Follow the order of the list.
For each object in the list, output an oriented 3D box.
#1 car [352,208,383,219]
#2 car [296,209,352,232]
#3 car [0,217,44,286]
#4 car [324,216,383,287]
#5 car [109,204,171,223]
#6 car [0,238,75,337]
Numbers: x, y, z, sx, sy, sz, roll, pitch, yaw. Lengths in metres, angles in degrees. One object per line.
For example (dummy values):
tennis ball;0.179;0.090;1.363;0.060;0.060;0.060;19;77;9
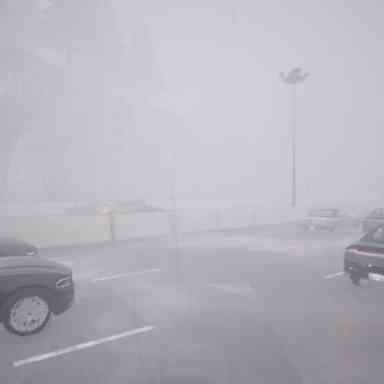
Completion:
car;10.270;1.512;16.659;4.902;1.511;2.128;0;0;-41
car;8.145;1.628;19.413;4.718;1.301;1.895;0;0;-41
car;-6.343;1.527;7.919;4.892;1.490;1.837;0;0;-35
car;5.622;1.501;8.200;4.902;1.511;2.128;0;0;-38
car;-3.432;1.609;23.607;4.181;1.385;1.994;0;0;-39
car;-4.388;1.491;5.008;5.008;1.535;1.882;0;0;-35
